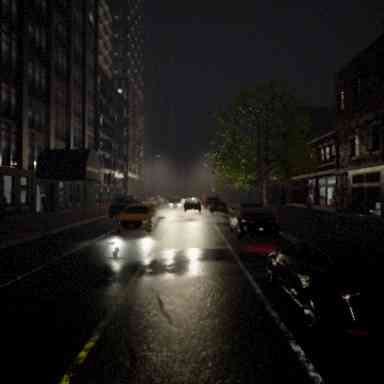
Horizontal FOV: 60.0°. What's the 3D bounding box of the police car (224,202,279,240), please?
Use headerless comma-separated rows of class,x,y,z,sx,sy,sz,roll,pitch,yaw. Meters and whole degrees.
police car,3.004,1.393,17.033,1.930,1.638,5.238,0,0,0

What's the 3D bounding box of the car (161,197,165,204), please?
car,-5.667,1.449,50.812,1.947,1.339,4.313,1,0,0

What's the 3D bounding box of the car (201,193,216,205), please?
car,2.719,1.182,56.356,2.192,1.841,5.009,1,0,0

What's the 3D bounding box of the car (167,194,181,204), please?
car,-3.005,1.453,61.331,1.895,1.301,4.718,0,0,1

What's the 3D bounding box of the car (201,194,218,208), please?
car,2.716,1.214,45.264,2.192,1.841,5.009,1,0,0

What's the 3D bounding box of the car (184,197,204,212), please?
car,0.065,1.521,37.133,1.895,1.301,4.718,0,0,0

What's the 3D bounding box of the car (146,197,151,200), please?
car,-5.670,1.454,34.002,1.752,1.417,4.829,1,0,0

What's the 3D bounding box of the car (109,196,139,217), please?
car,-5.668,1.257,28.626,2.192,1.841,5.009,1,0,0

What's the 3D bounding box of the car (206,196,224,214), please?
car,2.710,1.453,34.342,1.752,1.417,4.829,1,0,0

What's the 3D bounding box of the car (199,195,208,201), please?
car,2.721,1.361,78.540,1.947,1.339,4.313,1,0,0

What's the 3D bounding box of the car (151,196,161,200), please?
car,-5.668,1.425,45.094,1.752,1.417,4.829,1,0,0

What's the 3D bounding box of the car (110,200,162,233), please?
car,-3.095,1.440,19.434,1.882,1.535,5.008,0,0,0

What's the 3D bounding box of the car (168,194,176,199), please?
car,-5.655,1.301,95.177,1.947,1.339,4.313,1,0,0

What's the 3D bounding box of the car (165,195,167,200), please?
car,-5.665,1.393,56.187,1.752,1.417,4.829,1,0,0

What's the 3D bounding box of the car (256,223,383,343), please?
car,2.702,1.554,6.441,1.947,1.339,4.313,1,0,0
